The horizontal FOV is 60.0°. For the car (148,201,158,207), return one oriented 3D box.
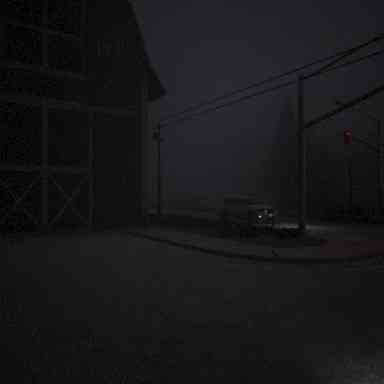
[{"bbox_3d":[-6.644,1.927,49.621,1.895,1.301,4.718,0,0,-34],"label":"car"}]

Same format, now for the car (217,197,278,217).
[{"bbox_3d":[4.361,1.406,27.211,2.150,2.045,5.566,0,0,-34],"label":"car"}]
